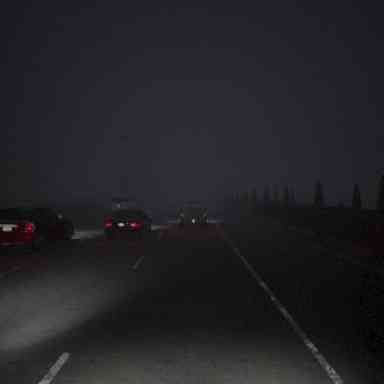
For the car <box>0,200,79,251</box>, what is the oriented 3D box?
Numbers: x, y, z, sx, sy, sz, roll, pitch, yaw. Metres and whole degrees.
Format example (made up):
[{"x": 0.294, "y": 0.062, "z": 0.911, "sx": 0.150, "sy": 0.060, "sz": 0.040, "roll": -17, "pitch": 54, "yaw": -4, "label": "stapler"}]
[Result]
[{"x": -6.900, "y": 1.423, "z": 14.590, "sx": 2.097, "sy": 1.767, "sz": 4.553, "roll": 0, "pitch": 0, "yaw": 0, "label": "car"}]

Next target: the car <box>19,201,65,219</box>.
[{"x": -14.082, "y": 1.658, "z": 31.532, "sx": 2.128, "sy": 1.511, "sz": 4.902, "roll": 0, "pitch": 0, "yaw": 0, "label": "car"}]

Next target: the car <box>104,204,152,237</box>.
[{"x": -3.400, "y": 1.640, "z": 18.489, "sx": 2.033, "sy": 1.411, "sz": 5.357, "roll": 0, "pitch": 0, "yaw": 0, "label": "car"}]

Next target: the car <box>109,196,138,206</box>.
[{"x": -6.901, "y": 1.403, "z": 33.966, "sx": 2.150, "sy": 2.045, "sz": 5.566, "roll": 0, "pitch": 0, "yaw": 0, "label": "car"}]

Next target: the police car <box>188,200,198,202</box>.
[{"x": 0.100, "y": 1.735, "z": 41.623, "sx": 2.038, "sy": 1.542, "sz": 4.974, "roll": 0, "pitch": 0, "yaw": 0, "label": "police car"}]

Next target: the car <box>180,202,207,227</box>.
[{"x": 0.101, "y": 1.647, "z": 23.624, "sx": 1.812, "sy": 1.442, "sz": 4.674, "roll": 0, "pitch": 0, "yaw": 0, "label": "car"}]

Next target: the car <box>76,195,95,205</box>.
[{"x": -17.503, "y": 1.509, "z": 54.391, "sx": 2.150, "sy": 2.045, "sz": 5.566, "roll": 0, "pitch": 0, "yaw": 0, "label": "car"}]
